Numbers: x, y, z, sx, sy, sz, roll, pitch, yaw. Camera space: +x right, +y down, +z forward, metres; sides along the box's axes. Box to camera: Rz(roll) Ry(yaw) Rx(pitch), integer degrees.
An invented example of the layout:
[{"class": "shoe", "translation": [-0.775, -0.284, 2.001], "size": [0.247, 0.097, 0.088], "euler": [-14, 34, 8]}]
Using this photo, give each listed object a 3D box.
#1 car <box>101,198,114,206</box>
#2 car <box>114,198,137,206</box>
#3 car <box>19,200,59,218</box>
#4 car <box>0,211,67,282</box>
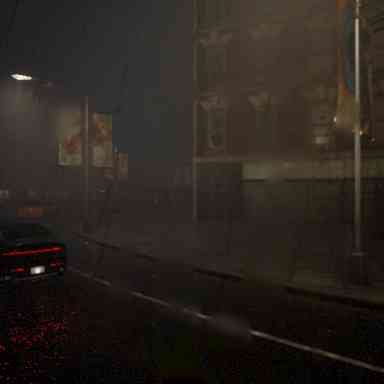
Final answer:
[{"class": "car", "translation": [-15.185, 1.837, 62.953], "size": [1.837, 1.490, 4.892], "euler": [0, 0, 21]}, {"class": "car", "translation": [-11.919, 1.851, 61.715], "size": [1.812, 1.442, 4.674], "euler": [0, 0, 21]}, {"class": "car", "translation": [-13.420, 1.503, 29.445], "size": [2.097, 1.767, 4.553], "euler": [0, 0, -5]}, {"class": "car", "translation": [-5.188, 1.556, 9.572], "size": [1.837, 1.490, 4.892], "euler": [0, 1, -41]}]
